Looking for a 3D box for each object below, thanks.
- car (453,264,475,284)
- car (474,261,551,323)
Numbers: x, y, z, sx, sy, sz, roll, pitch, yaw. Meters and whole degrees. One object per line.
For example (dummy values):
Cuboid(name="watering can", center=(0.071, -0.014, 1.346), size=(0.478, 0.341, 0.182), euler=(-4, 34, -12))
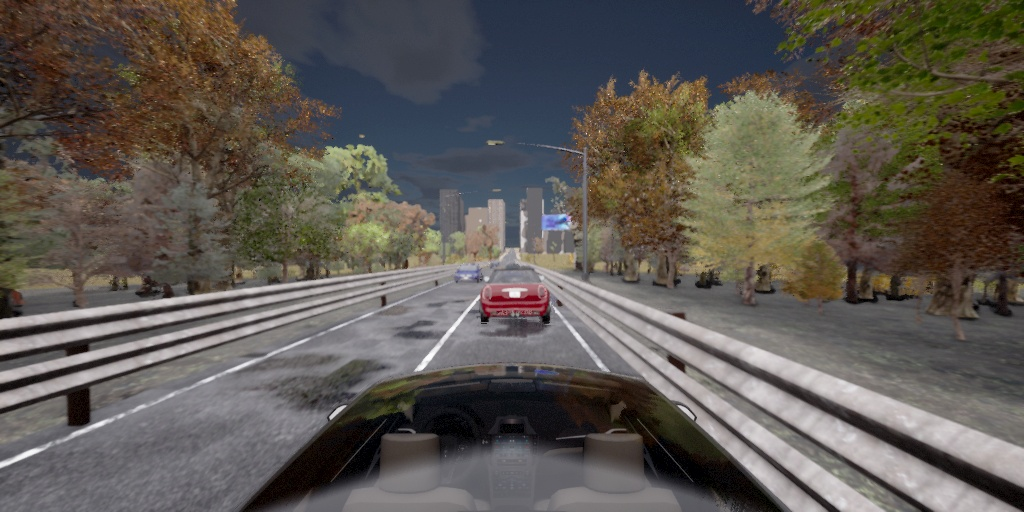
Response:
Cuboid(name="car", center=(-3.345, 1.353, 28.276), size=(1.812, 1.442, 4.674), euler=(0, 0, 0))
Cuboid(name="car", center=(0.083, 1.090, 12.293), size=(2.097, 1.767, 4.553), euler=(-1, 0, 0))
